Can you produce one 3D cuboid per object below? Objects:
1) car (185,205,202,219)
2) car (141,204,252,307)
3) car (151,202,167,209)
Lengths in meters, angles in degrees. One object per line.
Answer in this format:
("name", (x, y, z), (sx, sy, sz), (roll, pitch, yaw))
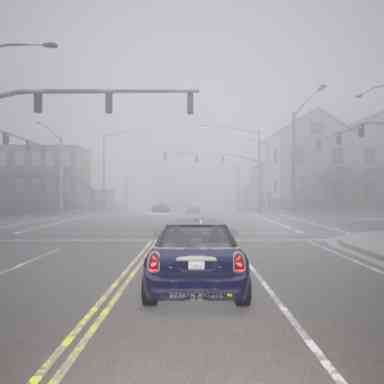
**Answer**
("car", (0.159, 2.783, 44.955), (2.128, 1.511, 4.902), (0, -9, 0))
("car", (0.094, 1.351, 8.163), (2.097, 1.767, 4.553), (0, 0, 0))
("car", (-3.516, 1.881, 38.115), (1.994, 1.385, 4.181), (0, -7, 0))
